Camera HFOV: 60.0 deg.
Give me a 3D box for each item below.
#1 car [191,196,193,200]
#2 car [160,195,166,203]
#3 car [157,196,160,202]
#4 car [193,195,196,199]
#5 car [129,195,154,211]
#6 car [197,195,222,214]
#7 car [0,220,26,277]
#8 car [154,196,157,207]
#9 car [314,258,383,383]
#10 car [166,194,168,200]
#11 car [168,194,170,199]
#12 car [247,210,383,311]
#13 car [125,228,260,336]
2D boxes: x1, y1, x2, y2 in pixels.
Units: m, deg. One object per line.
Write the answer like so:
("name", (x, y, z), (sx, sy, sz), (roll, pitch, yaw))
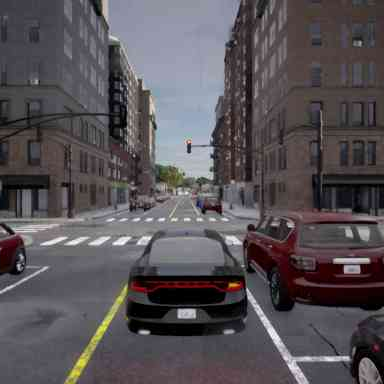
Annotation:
("car", (0.672, 1.516, 95.429), (1.752, 1.417, 4.829), (0, 0, -1))
("car", (-6.805, 1.538, 67.576), (1.887, 1.381, 4.507), (0, 0, -1))
("car", (-6.466, 1.547, 51.068), (2.008, 1.369, 4.403), (0, 0, -1))
("car", (1.634, 1.311, 51.239), (2.192, 1.841, 5.009), (0, 0, -1))
("car", (-6.240, 1.312, 40.063), (2.192, 1.841, 5.009), (0, 0, -1))
("car", (1.993, 1.313, 34.731), (2.192, 1.841, 5.009), (0, 0, -1))
("car", (-5.527, 1.440, 7.511), (1.967, 1.590, 4.097), (0, 0, -1))
("car", (-6.353, 1.562, 45.565), (1.947, 1.339, 4.313), (0, 0, -1))
("car", (2.615, 1.551, 1.999), (2.008, 1.369, 4.403), (0, 0, -1))
("car", (-6.918, 1.538, 73.078), (1.887, 1.381, 4.507), (0, 0, -1))
("car", (-7.031, 1.543, 78.580), (2.008, 1.369, 4.403), (0, 0, -1))
("car", (2.496, 1.315, 7.680), (2.192, 1.841, 5.009), (0, 0, -1))
("car", (-0.104, 1.477, 6.928), (1.882, 1.535, 5.008), (0, 0, -1))
